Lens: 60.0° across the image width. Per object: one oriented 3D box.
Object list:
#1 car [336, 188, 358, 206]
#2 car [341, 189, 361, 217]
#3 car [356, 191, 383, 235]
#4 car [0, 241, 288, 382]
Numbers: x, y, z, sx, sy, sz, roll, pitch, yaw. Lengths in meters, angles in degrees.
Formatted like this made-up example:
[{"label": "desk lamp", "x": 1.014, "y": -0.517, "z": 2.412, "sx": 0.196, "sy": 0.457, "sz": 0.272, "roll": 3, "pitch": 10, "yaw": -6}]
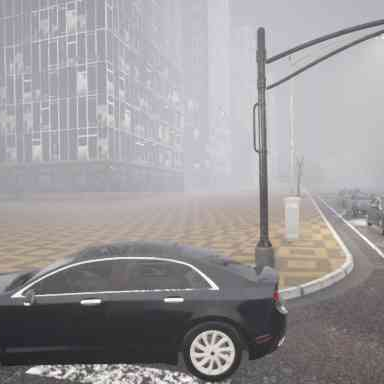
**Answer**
[{"label": "car", "x": 12.855, "y": 0.454, "z": 26.870, "sx": 2.128, "sy": 1.511, "sz": 4.902, "roll": -1, "pitch": 2, "yaw": 18}, {"label": "car", "x": 10.895, "y": 0.759, "z": 20.794, "sx": 1.994, "sy": 1.385, "sz": 4.181, "roll": -1, "pitch": 2, "yaw": 17}, {"label": "car", "x": 8.882, "y": 0.928, "z": 14.489, "sx": 2.128, "sy": 1.511, "sz": 4.902, "roll": -1, "pitch": 2, "yaw": 18}, {"label": "car", "x": -1.153, "y": 1.505, "z": 4.795, "sx": 4.892, "sy": 1.490, "sz": 1.837, "roll": 0, "pitch": 0, "yaw": 0}]
